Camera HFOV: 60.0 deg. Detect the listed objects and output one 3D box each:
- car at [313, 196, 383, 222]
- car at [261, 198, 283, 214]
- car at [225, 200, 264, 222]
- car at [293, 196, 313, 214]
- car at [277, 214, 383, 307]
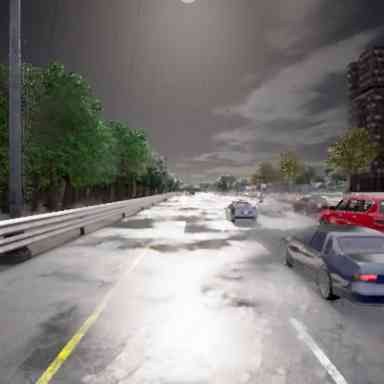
[{"bbox_3d":[7.095,1.149,13.485,2.150,2.045,5.566,0,0,0],"label":"car"},{"bbox_3d":[7.091,1.331,31.132,1.812,1.442,4.674,0,0,0],"label":"car"},{"bbox_3d":[3.592,1.401,24.632,2.033,1.411,5.357,0,0,0],"label":"car"},{"bbox_3d":[10.592,1.167,29.762,2.097,1.767,4.553,0,0,0],"label":"car"},{"bbox_3d":[3.598,1.505,8.145,2.033,1.411,5.357,0,0,0],"label":"car"}]
